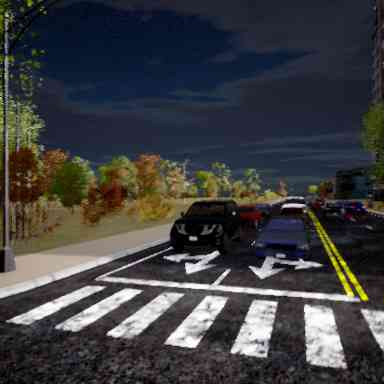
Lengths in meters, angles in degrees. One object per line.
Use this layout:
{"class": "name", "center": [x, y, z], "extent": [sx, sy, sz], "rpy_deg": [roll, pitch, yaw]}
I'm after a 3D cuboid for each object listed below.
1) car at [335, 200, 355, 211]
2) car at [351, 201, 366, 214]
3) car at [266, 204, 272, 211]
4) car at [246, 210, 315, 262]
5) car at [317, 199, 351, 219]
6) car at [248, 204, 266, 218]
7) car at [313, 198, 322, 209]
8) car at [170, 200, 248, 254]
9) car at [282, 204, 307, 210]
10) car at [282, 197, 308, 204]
{"class": "car", "center": [22.298, 1.942, 48.594], "extent": [2.033, 1.411, 5.357], "rpy_deg": [-1, -1, 18]}
{"class": "car", "center": [19.184, 1.833, 39.089], "extent": [1.812, 1.442, 4.674], "rpy_deg": [-1, -1, 18]}
{"class": "car", "center": [7.228, 1.899, 34.190], "extent": [2.033, 1.411, 5.357], "rpy_deg": [-1, -1, 18]}
{"class": "car", "center": [3.778, 1.673, 13.140], "extent": [2.033, 1.411, 5.357], "rpy_deg": [-1, -1, 21]}
{"class": "car", "center": [13.509, 1.761, 31.881], "extent": [2.128, 1.511, 4.902], "rpy_deg": [-1, -1, 18]}
{"class": "car", "center": [4.014, 1.738, 24.413], "extent": [1.882, 1.535, 5.008], "rpy_deg": [-1, -1, 18]}
{"class": "car", "center": [20.673, 1.826, 53.778], "extent": [2.097, 1.767, 4.553], "rpy_deg": [-1, 0, 18]}
{"class": "car", "center": [0.897, 1.394, 14.912], "extent": [2.150, 2.045, 5.566], "rpy_deg": [-1, -1, 18]}
{"class": "car", "center": [6.700, 1.736, 22.168], "extent": [1.812, 1.442, 4.674], "rpy_deg": [-1, -1, 18]}
{"class": "car", "center": [10.035, 1.526, 32.338], "extent": [2.150, 2.045, 5.566], "rpy_deg": [-1, -1, 19]}
